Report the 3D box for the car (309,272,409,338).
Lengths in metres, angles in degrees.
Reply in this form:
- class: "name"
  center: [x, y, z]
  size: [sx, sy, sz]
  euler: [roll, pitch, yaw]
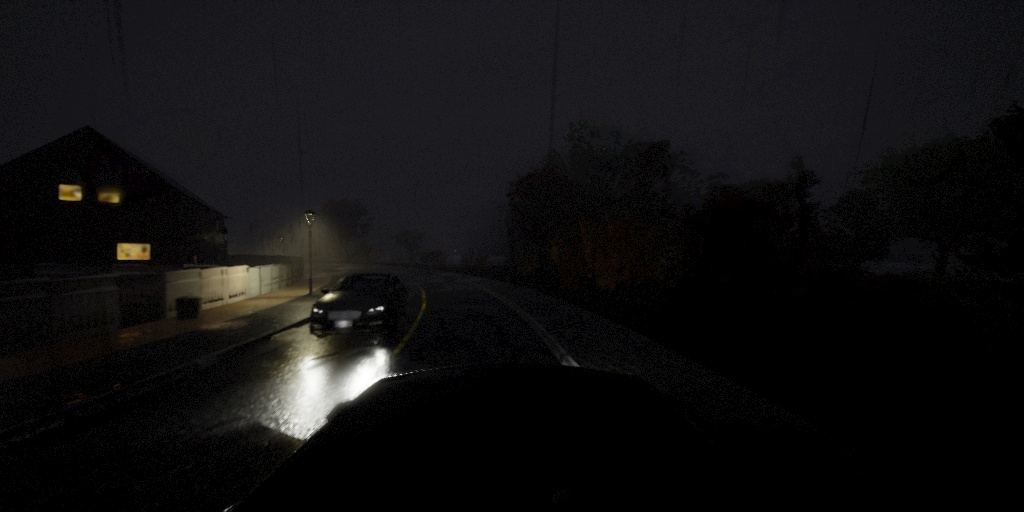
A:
- class: "car"
  center: [-4.149, 1.236, 10.381]
  size: [2.128, 1.511, 4.902]
  euler: [-1, 0, -10]
